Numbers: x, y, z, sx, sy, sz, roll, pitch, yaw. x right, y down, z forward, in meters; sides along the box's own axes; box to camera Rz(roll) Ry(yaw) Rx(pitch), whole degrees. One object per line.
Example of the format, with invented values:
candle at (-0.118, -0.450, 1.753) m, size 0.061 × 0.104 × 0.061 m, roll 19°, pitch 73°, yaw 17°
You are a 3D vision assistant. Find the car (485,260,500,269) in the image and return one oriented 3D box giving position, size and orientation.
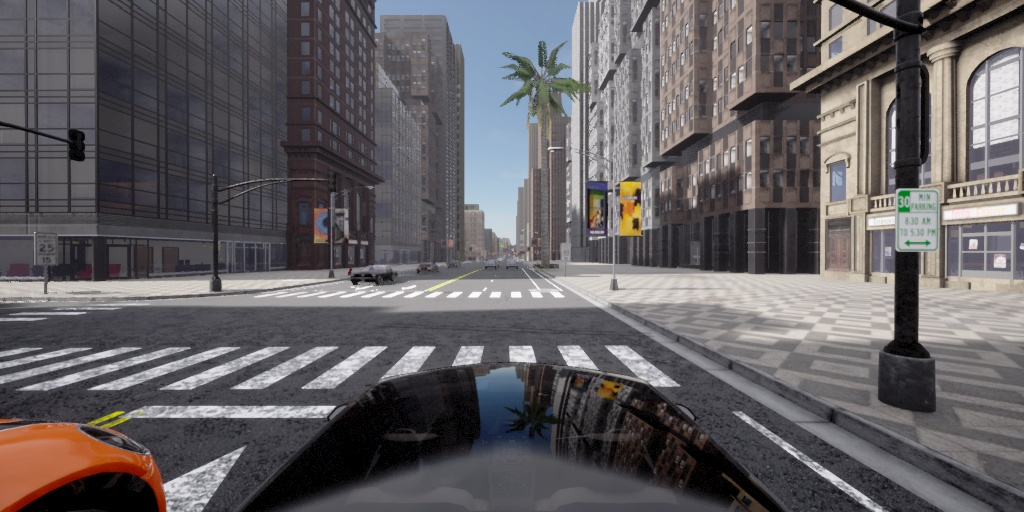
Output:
car at (-3.226, 1.335, 55.736) m, size 2.033 × 1.411 × 5.357 m, roll 0°, pitch 0°, yaw 0°

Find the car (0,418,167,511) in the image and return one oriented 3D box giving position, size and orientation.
car at (-3.150, 1.102, 0.256) m, size 2.097 × 1.767 × 4.553 m, roll 0°, pitch 0°, yaw 0°

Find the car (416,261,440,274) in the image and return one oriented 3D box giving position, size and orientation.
car at (-9.827, 1.330, 42.147) m, size 1.994 × 1.385 × 4.181 m, roll 0°, pitch 0°, yaw 0°

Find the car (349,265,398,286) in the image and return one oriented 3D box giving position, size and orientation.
car at (-9.840, 1.356, 25.840) m, size 1.895 × 1.301 × 4.718 m, roll 0°, pitch 0°, yaw 0°

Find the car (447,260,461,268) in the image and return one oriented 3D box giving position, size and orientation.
car at (-9.724, 1.411, 60.745) m, size 2.033 × 1.411 × 5.357 m, roll 0°, pitch 0°, yaw 0°

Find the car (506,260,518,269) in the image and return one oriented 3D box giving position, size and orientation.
car at (0.024, 1.335, 55.734) m, size 2.033 × 1.411 × 5.357 m, roll 0°, pitch 0°, yaw 0°
